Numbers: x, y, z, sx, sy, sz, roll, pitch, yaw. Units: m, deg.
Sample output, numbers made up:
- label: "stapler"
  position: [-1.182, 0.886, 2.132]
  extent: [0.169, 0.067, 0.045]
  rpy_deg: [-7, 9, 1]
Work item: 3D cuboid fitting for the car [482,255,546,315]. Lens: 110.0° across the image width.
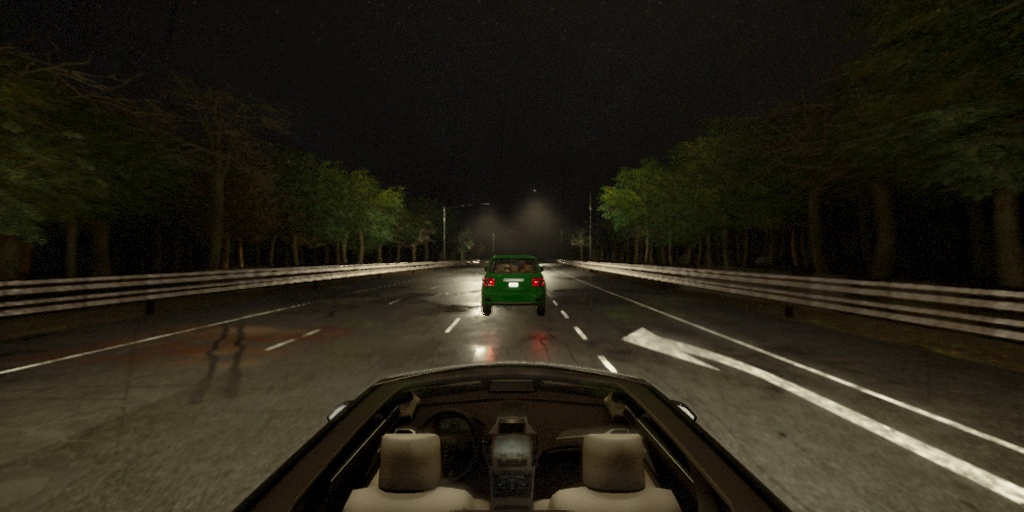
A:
- label: "car"
  position: [0.083, 1.003, 13.866]
  extent: [2.150, 2.045, 5.566]
  rpy_deg: [0, 0, 1]
